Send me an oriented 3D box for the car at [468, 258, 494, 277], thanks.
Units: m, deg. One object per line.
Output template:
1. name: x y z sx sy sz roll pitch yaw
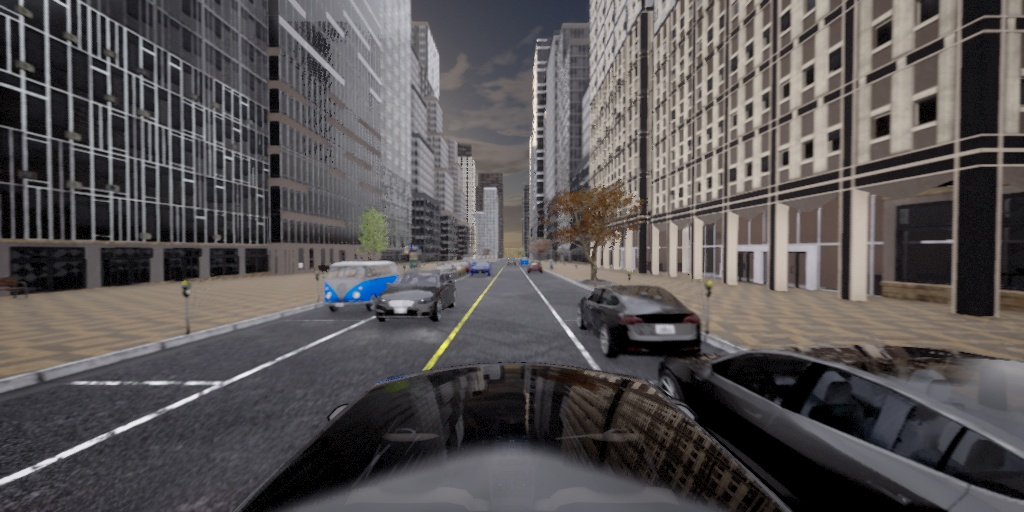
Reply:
1. car: -3.015 1.254 36.267 1.882 1.535 5.008 0 0 0

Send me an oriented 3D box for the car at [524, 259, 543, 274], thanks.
1. car: 2.674 1.347 42.100 1.802 1.307 4.207 0 0 0

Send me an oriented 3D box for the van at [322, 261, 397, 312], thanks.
1. van: -5.694 1.092 13.971 1.690 1.789 3.998 0 0 0

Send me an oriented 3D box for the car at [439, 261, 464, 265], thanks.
1. car: -5.702 1.308 30.845 2.007 1.370 4.403 0 0 0

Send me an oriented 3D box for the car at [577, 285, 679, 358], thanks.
1. car: 2.689 1.314 8.349 1.948 1.339 4.313 0 0 0

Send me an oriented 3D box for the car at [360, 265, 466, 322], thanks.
1. car: -3.089 1.241 12.388 2.128 1.511 4.902 0 0 0

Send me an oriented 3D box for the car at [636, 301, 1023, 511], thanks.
1. car: 2.692 1.315 2.724 1.948 1.339 4.313 0 0 0

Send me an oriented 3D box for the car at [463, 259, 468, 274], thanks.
1. car: -5.704 1.287 36.301 1.751 1.417 4.829 0 0 0
